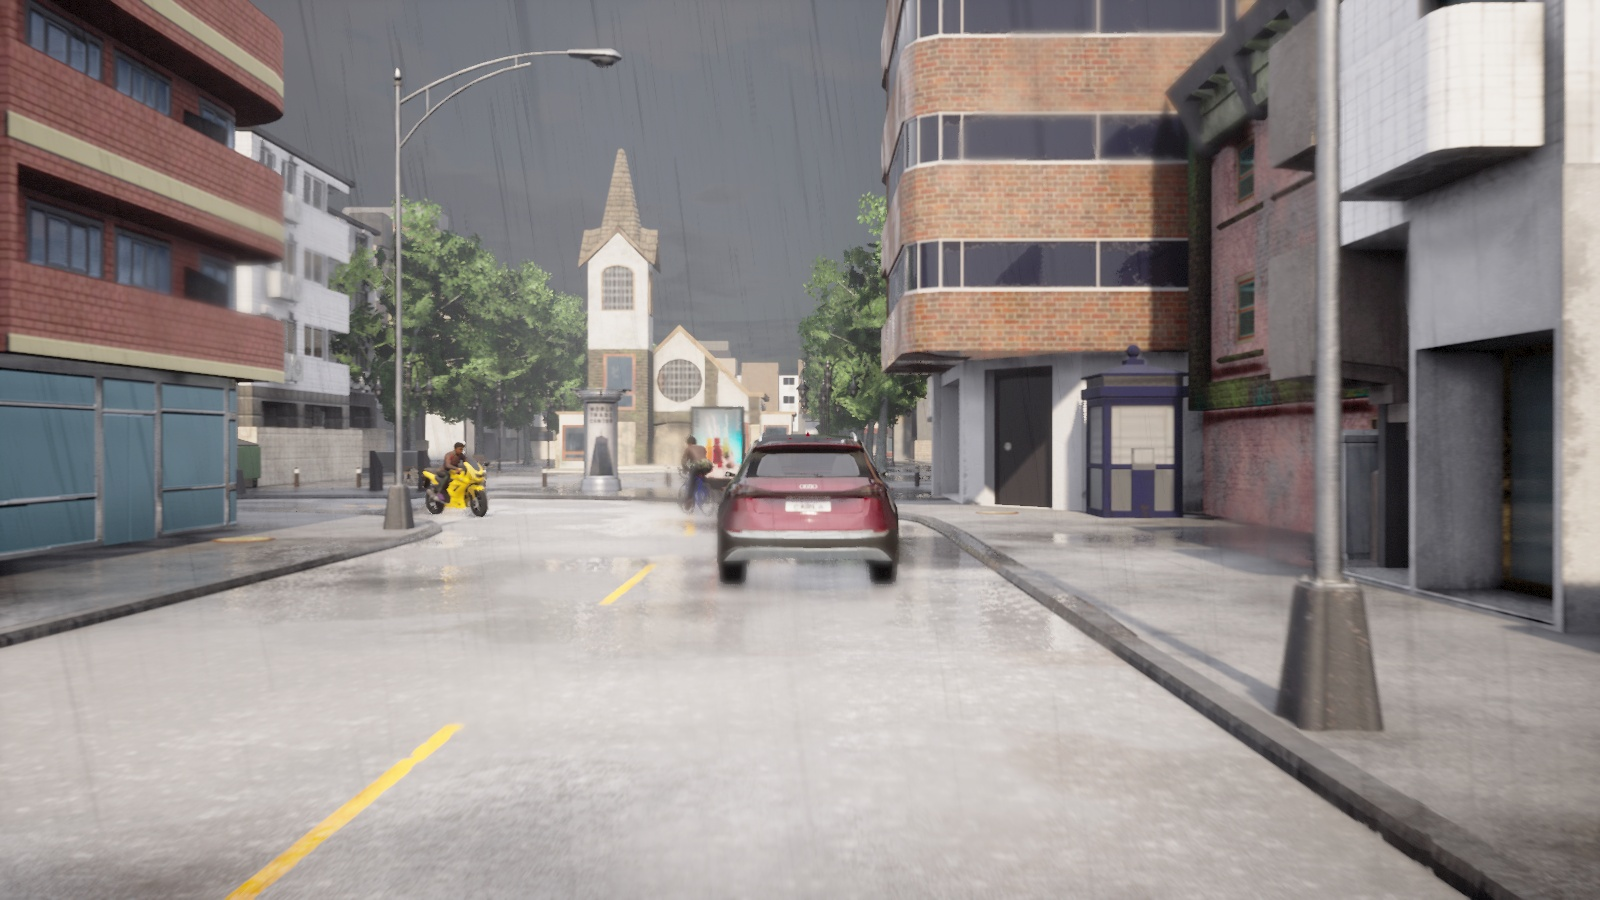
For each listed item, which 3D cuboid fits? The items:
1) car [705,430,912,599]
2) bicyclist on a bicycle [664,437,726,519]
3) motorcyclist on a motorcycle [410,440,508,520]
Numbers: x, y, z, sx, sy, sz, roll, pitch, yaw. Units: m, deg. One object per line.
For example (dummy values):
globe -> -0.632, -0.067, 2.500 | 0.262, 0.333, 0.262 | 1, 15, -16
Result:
car -> 0.086, 0.596, 14.737 | 2.033, 1.649, 4.856 | 0, 1, 0
bicyclist on a bicycle -> -2.159, 0.555, 25.728 | 0.582, 1.620, 1.656 | -1, 1, -30
motorcyclist on a motorcycle -> -6.913, 0.581, 25.421 | 2.044, 1.523, 0.797 | 0, 2, 38
